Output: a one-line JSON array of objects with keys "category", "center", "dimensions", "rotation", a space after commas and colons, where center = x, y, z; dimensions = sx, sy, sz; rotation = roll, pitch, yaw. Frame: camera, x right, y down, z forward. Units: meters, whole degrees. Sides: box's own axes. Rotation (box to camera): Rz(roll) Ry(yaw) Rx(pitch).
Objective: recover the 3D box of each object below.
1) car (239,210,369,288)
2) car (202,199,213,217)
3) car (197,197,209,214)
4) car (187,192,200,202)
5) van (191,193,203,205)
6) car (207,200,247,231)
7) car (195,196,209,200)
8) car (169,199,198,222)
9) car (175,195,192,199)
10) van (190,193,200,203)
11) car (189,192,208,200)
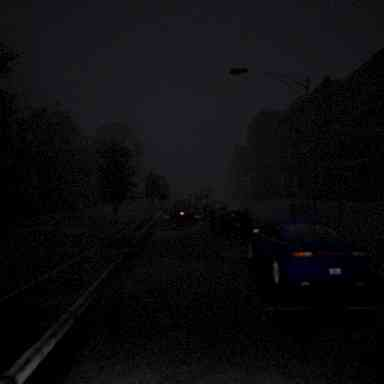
[{"category": "car", "center": [2.875, 1.484, 9.325], "dimensions": [2.097, 1.535, 5.008], "rotation": [0, 0, -2]}, {"category": "car", "center": [2.183, 1.516, 25.854], "dimensions": [2.002, 1.452, 4.674], "rotation": [0, 0, -2]}, {"category": "car", "center": [1.949, 1.497, 31.426], "dimensions": [2.163, 1.488, 4.792], "rotation": [0, 0, -2]}, {"category": "car", "center": [0.322, 1.080, 70.216], "dimensions": [2.435, 2.045, 5.566], "rotation": [0, 0, -2]}, {"category": "van", "center": [0.784, 1.159, 59.221], "dimensions": [1.878, 1.987, 4.442], "rotation": [0, 0, -2]}, {"category": "car", "center": [2.416, 1.482, 20.308], "dimensions": [2.231, 1.521, 4.892], "rotation": [0, 0, -2]}, {"category": "car", "center": [1.719, 1.497, 36.937], "dimensions": [2.002, 1.452, 4.674], "rotation": [0, 0, -2]}, {"category": "car", "center": [-0.809, 1.558, 26.733], "dimensions": [1.994, 1.385, 4.181], "rotation": [0, 0, -2]}, {"category": "car", "center": [-1.482, 1.453, 42.851], "dimensions": [2.128, 1.511, 4.902], "rotation": [0, 0, -2]}, {"category": "van", "center": [0.552, 1.133, 64.763], "dimensions": [1.878, 1.987, 4.442], "rotation": [0, 0, -2]}, {"category": "car", "center": [1.253, 1.175, 48.050], "dimensions": [2.435, 2.045, 5.566], "rotation": [0, 0, -2]}]
